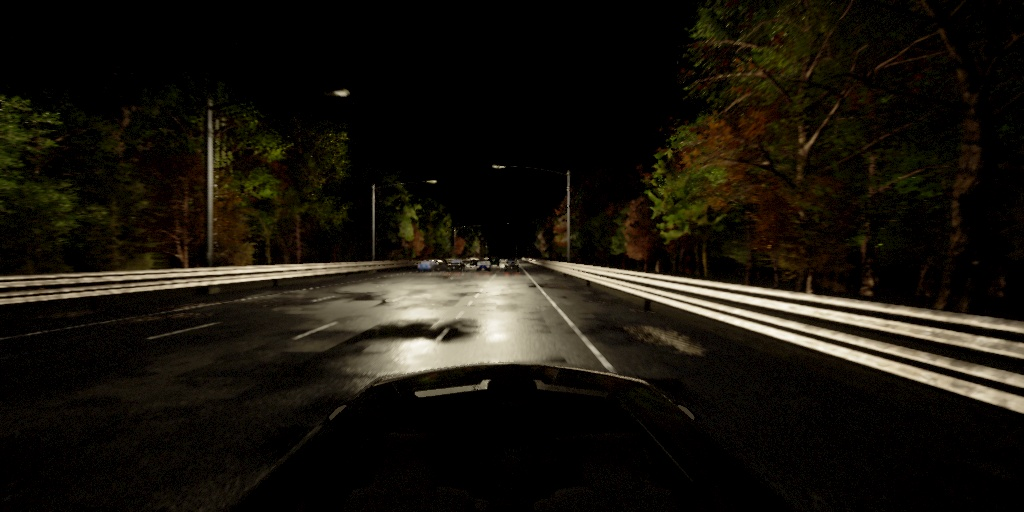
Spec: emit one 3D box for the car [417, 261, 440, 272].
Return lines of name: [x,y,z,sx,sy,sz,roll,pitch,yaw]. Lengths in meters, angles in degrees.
car: [-10.552,1.304,45.519,2.033,1.411,5.357,0,0,0]

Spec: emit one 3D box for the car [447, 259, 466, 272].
car: [-7.047,1.251,46.024,2.128,1.511,4.902,0,0,0]

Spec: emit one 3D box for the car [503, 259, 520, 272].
car: [-0.048,1.254,46.030,2.128,1.511,4.902,0,0,0]

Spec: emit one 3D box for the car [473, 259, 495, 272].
car: [-3.550,1.361,46.312,1.895,1.301,4.718,0,0,0]
